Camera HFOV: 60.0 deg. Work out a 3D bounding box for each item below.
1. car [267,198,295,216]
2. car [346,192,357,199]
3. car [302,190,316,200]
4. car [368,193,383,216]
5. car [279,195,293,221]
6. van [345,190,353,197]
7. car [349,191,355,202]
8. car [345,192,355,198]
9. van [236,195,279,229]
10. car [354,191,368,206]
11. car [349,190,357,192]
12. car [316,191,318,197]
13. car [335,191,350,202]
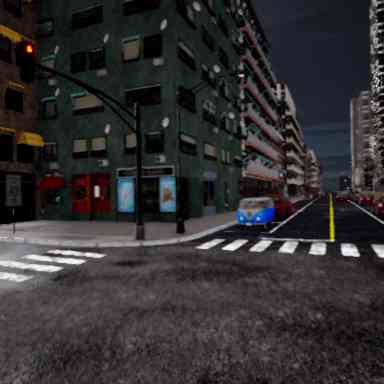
[{"bbox_3d":[8.170,1.320,30.359,1.887,1.381,4.507,-1,0,23],"label":"car"},{"bbox_3d":[35.031,0.701,73.056,2.008,1.369,4.403,-1,0,23],"label":"car"},{"bbox_3d":[23.045,0.854,66.075,1.967,1.590,4.097,-1,0,23],"label":"car"},{"bbox_3d":[15.902,1.051,27.135,1.967,1.590,4.097,-1,0,23],"label":"car"},{"bbox_3d":[6.041,1.144,25.255,2.192,1.841,5.009,-1,0,23],"label":"car"},{"bbox_3d":[39.278,0.395,83.262,1.690,1.788,3.998,-1,0,23],"label":"van"},{"bbox_3d":[26.530,0.901,52.647,2.008,1.369,4.403,-1,0,23],"label":"car"},{"bbox_3d":[37.157,0.684,78.160,1.802,1.307,4.206,-1,0,23],"label":"car"},{"bbox_3d":[3.916,1.224,20.153,1.690,1.788,3.998,-1,0,23],"label":"van"},{"bbox_3d":[22.277,0.893,42.442,1.967,1.590,4.097,-1,0,23],"label":"car"},{"bbox_3d":[28.655,0.845,57.750,1.887,1.381,4.507,-1,0,23],"label":"car"},{"bbox_3d":[29.423,0.832,81.383,1.947,1.339,4.313,-1,0,23],"label":"car"},{"bbox_3d":[25.137,0.979,56.054,1.895,1.301,4.718,-1,0,23],"label":"car"}]
